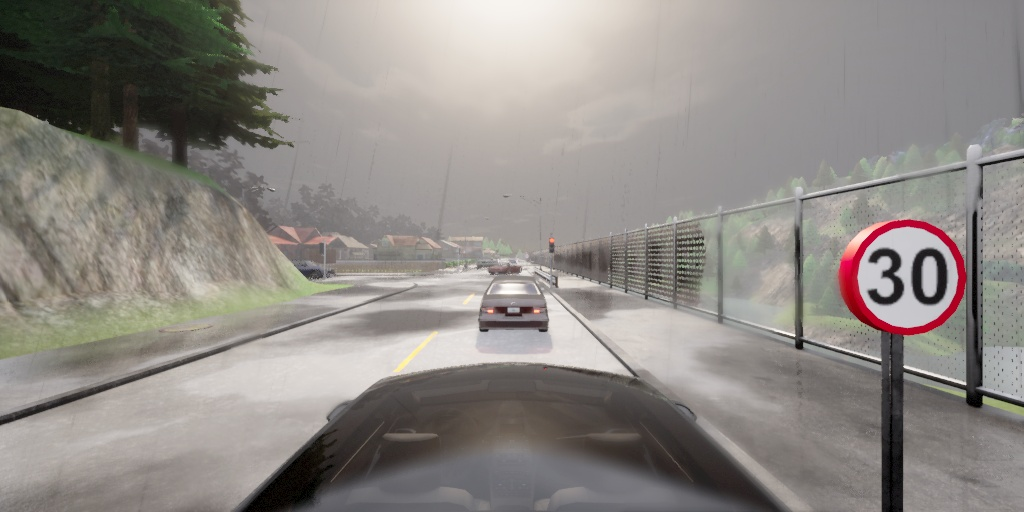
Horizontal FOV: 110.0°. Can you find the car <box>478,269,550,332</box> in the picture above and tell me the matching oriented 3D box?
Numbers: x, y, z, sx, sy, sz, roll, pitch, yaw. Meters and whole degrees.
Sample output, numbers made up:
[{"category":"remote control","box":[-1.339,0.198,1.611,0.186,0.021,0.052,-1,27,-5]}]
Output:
[{"category":"car","box":[0.050,1.297,10.794,2.033,1.411,5.357,0,0,0]}]

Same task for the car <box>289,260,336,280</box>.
[{"category":"car","box":[-17.440,1.102,30.314,4.553,1.767,2.097,0,0,0]}]

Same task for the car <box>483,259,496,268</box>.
[{"category":"car","box":[-4.038,1.297,64.931,2.033,1.411,5.357,0,0,0]}]

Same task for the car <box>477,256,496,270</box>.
[{"category":"car","box":[-4.078,0.971,54.688,2.150,2.045,5.566,0,0,0]}]

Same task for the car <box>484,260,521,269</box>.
[{"category":"car","box":[-0.646,1.351,36.809,1.895,1.301,4.718,0,0,24]}]
